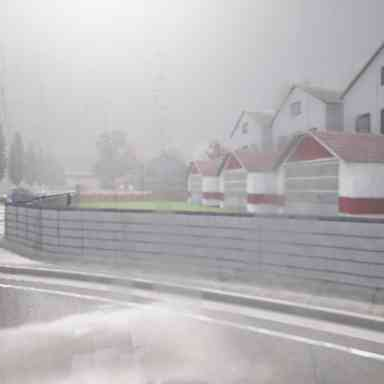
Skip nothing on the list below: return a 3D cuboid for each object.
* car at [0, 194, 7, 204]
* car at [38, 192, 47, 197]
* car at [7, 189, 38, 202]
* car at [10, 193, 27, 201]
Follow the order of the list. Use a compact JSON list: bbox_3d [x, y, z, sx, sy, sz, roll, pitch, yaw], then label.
[{"bbox_3d":[-26.589,0.922,45.299,1.994,1.385,4.181,0,1,-16],"label":"car"},{"bbox_3d":[-27.169,0.733,59.638,1.994,1.385,4.181,0,1,-16],"label":"car"},{"bbox_3d":[-22.984,0.583,45.409,2.150,2.045,5.566,0,1,-16],"label":"car"},{"bbox_3d":[-30.537,0.789,58.686,1.895,1.301,4.718,0,1,-16],"label":"car"}]
